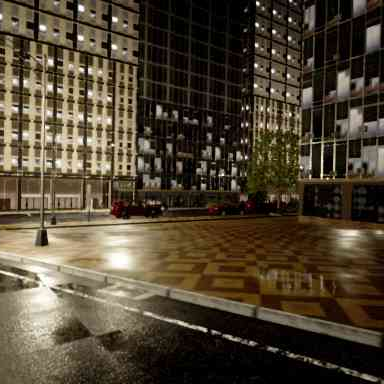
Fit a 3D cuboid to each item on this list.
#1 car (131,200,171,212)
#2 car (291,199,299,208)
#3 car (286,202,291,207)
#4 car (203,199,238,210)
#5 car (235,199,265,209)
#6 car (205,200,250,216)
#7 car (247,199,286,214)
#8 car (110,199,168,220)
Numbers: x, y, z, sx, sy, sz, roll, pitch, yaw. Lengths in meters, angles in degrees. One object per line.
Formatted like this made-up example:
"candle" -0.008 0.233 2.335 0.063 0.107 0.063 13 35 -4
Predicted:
"car" -5.082 1.710 41.264 4.403 1.369 2.008 1 1 -34
"car" 18.278 1.958 57.318 4.313 1.339 1.947 1 1 -34
"car" 13.606 1.928 54.108 4.206 1.307 1.802 1 1 -34
"car" 4.123 1.776 47.589 4.829 1.417 1.752 1 1 -34
"car" 8.934 1.865 50.897 4.313 1.339 1.947 1 1 -34
"car" 4.051 1.960 37.981 4.507 1.381 1.887 1 1 -34
"car" 8.728 1.777 41.188 5.009 1.841 2.192 1 1 -34
"car" -5.288 1.637 31.556 5.009 1.841 2.192 1 1 -34
